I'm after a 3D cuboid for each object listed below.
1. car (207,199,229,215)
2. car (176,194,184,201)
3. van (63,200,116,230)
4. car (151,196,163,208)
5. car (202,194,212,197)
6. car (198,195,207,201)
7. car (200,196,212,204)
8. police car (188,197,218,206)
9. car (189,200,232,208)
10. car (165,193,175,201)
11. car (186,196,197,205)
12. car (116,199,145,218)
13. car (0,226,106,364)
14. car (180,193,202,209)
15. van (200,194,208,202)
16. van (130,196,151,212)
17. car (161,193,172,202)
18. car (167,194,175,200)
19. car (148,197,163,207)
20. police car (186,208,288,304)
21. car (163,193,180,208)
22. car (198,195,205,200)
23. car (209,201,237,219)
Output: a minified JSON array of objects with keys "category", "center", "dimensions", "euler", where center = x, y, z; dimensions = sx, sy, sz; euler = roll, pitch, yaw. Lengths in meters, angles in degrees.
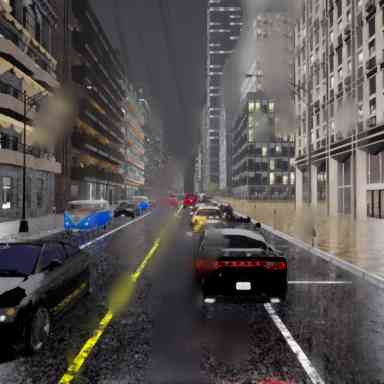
[{"category":"car","center":[2.672,1.546,35.331],"dimensions":[2.008,1.369,4.403],"euler":[1,0,0]},{"category":"car","center":[-3.080,1.411,86.366],"dimensions":[1.882,1.535,5.008],"euler":[0,0,0]},{"category":"van","center":[-5.690,1.342,18.343],"dimensions":[1.690,1.788,3.998],"euler":[1,0,0]},{"category":"car","center":[-5.719,1.537,46.838],"dimensions":[2.008,1.369,4.403],"euler":[1,0,0]},{"category":"car","center":[2.656,1.288,58.125],"dimensions":[2.192,1.841,5.009],"euler":[1,0,0]},{"category":"car","center":[2.607,1.508,80.916],"dimensions":[1.947,1.339,4.313],"euler":[1,0,0]},{"category":"car","center":[2.646,1.517,63.822],"dimensions":[2.008,1.369,4.403],"euler":[1,0,0]},{"category":"police car","center":[0.877,1.425,24.366],"dimensions":[1.930,1.638,5.238],"euler":[0,0,0]},{"category":"car","center":[0.882,1.456,18.445],"dimensions":[1.801,1.575,5.366],"euler":[0,0,0]},{"category":"car","center":[-5.749,1.248,86.728],"dimensions":[2.192,1.841,5.009],"euler":[1,0,0]},{"category":"car","center":[-0.054,1.477,58.705],"dimensions":[1.837,1.490,4.892],"euler":[0,0,0]},{"category":"car","center":[-5.704,1.564,29.744],"dimensions":[1.947,1.339,4.313],"euler":[1,0,0]},{"category":"car","center":[-3.107,1.565,5.881],"dimensions":[1.994,1.385,4.181],"euler":[0,0,0]},{"category":"car","center":[-0.033,1.209,45.675],"dimensions":[2.150,2.045,5.566],"euler":[0,0,1]},{"category":"van","center":[2.650,1.292,75.218],"dimensions":[1.690,1.788,3.998],"euler":[1,0,0]},{"category":"van","center":[-5.705,1.336,35.441],"dimensions":[1.690,1.788,3.998],"euler":[1,0,0]},{"category":"car","center":[-5.739,1.266,75.332],"dimensions":[2.192,1.841,5.009],"euler":[1,0,0]},{"category":"car","center":[-5.757,1.363,92.428],"dimensions":[1.967,1.590,4.097],"euler":[1,0,0]},{"category":"car","center":[-5.725,1.562,52.535],"dimensions":[1.802,1.307,4.206],"euler":[1,0,0]},{"category":"police car","center":[0.891,1.427,8.363],"dimensions":[1.930,1.638,5.238],"euler":[0,0,0]},{"category":"car","center":[-3.142,1.207,47.197],"dimensions":[2.150,2.045,5.566],"euler":[0,0,0]},{"category":"car","center":[2.587,1.505,92.311],"dimensions":[1.802,1.307,4.206],"euler":[1,0,0]},{"category":"car","center":[2.677,1.549,29.634],"dimensions":[2.008,1.369,4.403],"euler":[1,0,0]}]
